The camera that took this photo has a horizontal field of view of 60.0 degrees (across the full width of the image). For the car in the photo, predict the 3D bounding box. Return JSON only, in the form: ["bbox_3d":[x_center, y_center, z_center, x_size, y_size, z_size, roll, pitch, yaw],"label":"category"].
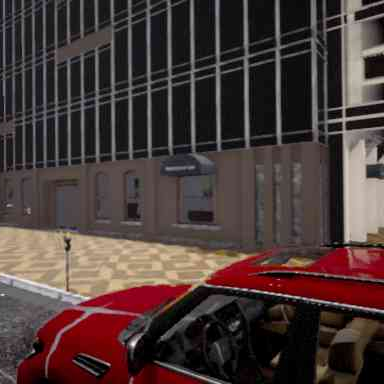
[{"bbox_3d":[0.889,1.319,2.245,5.009,1.841,2.192,-1,-1,36],"label":"car"}]
